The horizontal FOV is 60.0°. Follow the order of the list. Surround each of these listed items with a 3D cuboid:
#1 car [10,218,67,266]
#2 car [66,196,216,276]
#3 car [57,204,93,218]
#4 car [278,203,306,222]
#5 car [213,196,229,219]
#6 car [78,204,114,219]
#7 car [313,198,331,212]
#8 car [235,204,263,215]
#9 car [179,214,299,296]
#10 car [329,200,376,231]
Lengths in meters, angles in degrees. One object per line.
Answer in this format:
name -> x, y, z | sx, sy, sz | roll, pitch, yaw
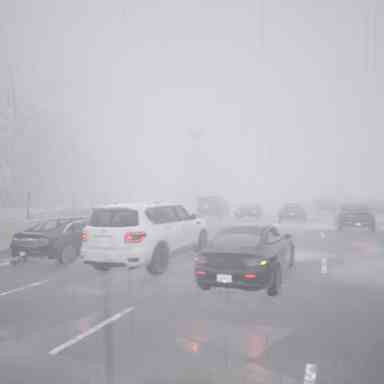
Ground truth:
car -> -4.395, 1.713, 12.684 | 2.128, 1.511, 4.902 | -2, 0, 22
car -> -1.247, 1.339, 11.110 | 2.150, 2.045, 5.566 | -2, 0, 23
car -> -13.889, 2.260, 39.682 | 1.994, 1.385, 4.181 | -2, 0, 15
car -> 7.814, 1.521, 25.998 | 1.994, 1.385, 4.181 | -2, 0, 17
car -> 2.004, 1.385, 30.875 | 2.150, 2.045, 5.566 | -2, 0, 17
car -> -10.784, 2.155, 37.808 | 1.994, 1.385, 4.181 | -2, 0, 15
car -> 14.221, 1.387, 35.871 | 2.033, 1.411, 5.357 | -2, 0, 14
car -> 5.001, 1.660, 28.655 | 1.895, 1.301, 4.718 | -2, 0, 17
car -> 1.544, 1.544, 8.756 | 1.812, 1.442, 4.674 | -2, 0, 23
car -> 9.303, 1.372, 19.333 | 1.837, 1.490, 4.892 | -2, 0, 19
